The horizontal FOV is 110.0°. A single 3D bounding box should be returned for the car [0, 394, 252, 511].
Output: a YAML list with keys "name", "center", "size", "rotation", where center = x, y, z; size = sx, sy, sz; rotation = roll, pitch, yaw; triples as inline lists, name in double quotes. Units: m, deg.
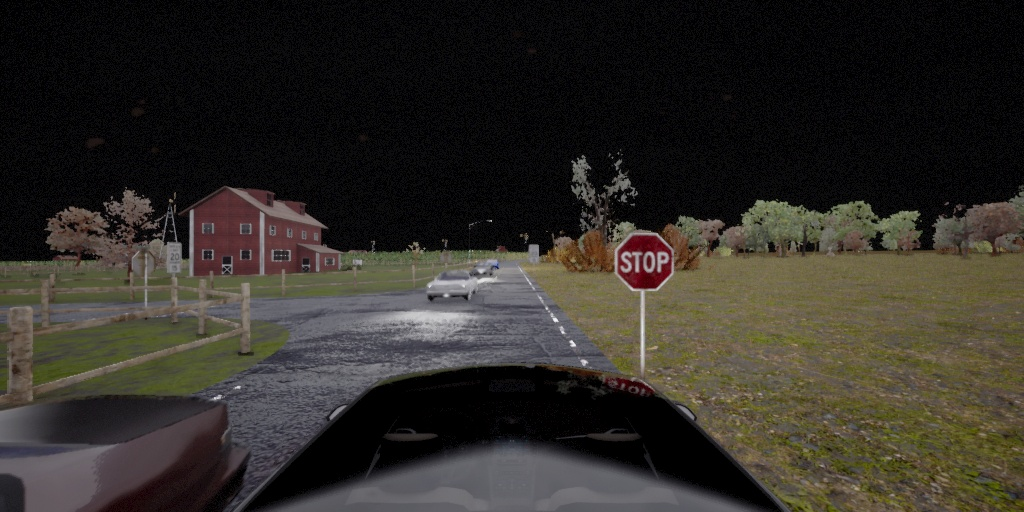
- name: "car"
  center: [-2.747, 1.297, 0.105]
  size: [2.033, 1.411, 5.357]
  rotation: [0, 0, 0]

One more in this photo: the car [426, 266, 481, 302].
- name: "car"
  center: [-2.796, 1.378, 17.496]
  size: [1.895, 1.301, 4.718]
  rotation: [-1, 0, 0]

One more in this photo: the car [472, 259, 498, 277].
- name: "car"
  center: [-2.820, 1.255, 35.655]
  size: [2.128, 1.511, 4.902]
  rotation: [0, 0, 0]
